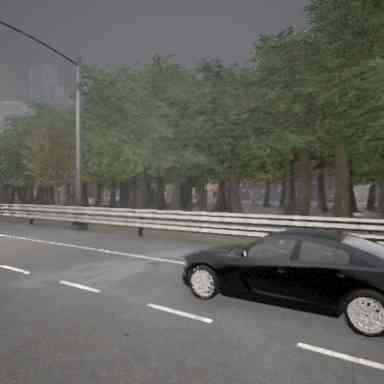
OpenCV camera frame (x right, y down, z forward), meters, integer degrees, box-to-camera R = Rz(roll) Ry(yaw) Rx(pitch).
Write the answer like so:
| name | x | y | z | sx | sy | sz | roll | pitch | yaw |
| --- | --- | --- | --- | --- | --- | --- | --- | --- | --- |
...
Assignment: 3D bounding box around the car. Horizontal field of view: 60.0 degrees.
| name | x | y | z | sx | sy | sz | roll | pitch | yaw |
| --- | --- | --- | --- | --- | --- | --- | --- | --- | --- |
| car | 2.064 | 1.496 | 6.695 | 5.008 | 1.535 | 1.882 | 0 | 0 | 35 |
